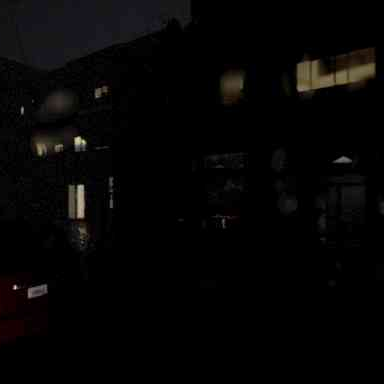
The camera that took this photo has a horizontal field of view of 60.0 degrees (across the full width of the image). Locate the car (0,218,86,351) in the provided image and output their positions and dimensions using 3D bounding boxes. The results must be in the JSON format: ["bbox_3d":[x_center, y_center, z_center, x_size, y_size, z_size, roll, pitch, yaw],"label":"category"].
[{"bbox_3d":[-3.924,1.380,5.661,5.009,1.841,2.192,-1,0,35],"label":"car"}]
